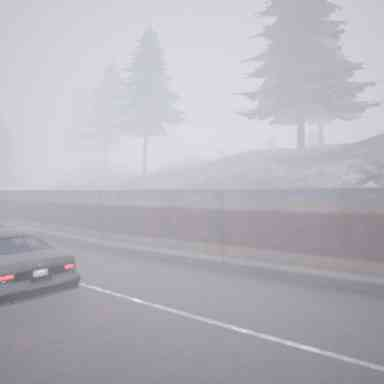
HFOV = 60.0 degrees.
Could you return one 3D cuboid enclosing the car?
[{"bbox_3d":[-4.764,1.551,7.780,5.357,1.411,2.033,0,0,39],"label":"car"}]
